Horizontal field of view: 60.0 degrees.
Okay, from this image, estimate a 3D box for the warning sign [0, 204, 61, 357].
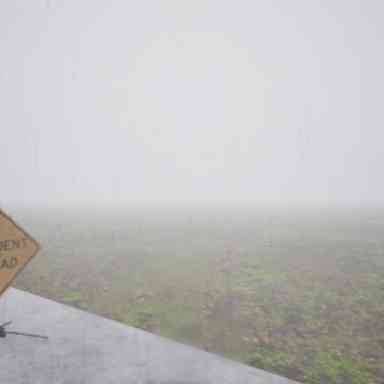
[{"bbox_3d":[-2.705,1.121,4.594,1.060,1.860,1.300,0,0,36],"label":"warning sign"}]
